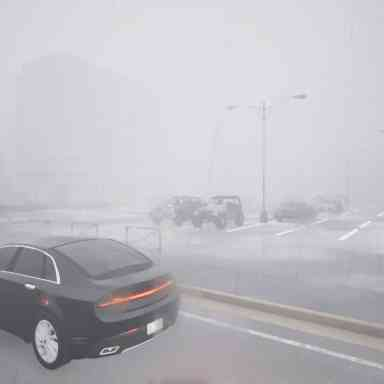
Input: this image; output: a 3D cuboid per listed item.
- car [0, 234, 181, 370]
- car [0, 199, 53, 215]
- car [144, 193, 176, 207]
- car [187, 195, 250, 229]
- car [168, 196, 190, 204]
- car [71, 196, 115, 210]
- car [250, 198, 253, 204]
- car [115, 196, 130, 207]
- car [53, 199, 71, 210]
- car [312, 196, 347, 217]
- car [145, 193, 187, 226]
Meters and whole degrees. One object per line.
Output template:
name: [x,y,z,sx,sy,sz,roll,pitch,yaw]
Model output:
car: [-2.454,1.505,5.750,4.892,1.490,1.837,0,0,36]
car: [-17.502,1.601,34.752,1.895,1.301,4.718,0,0,34]
car: [-5.044,1.220,53.212,2.150,2.045,5.566,0,0,34]
car: [1.704,1.156,20.229,1.905,1.878,3.866,0,0,34]
car: [-2.474,1.561,63.166,1.812,1.442,4.674,0,0,34]
car: [-12.502,1.526,42.164,1.812,1.442,4.674,0,0,34]
car: [9.835,1.505,62.475,1.837,1.490,4.892,0,0,34]
car: [-11.500,1.352,49.929,2.097,1.767,4.553,0,0,34]
car: [-17.176,1.547,41.506,2.033,1.411,5.357,0,0,34]
car: [13.749,1.395,33.166,1.970,1.475,3.806,0,0,34]
car: [-0.660,1.153,21.899,1.932,1.855,4.605,0,0,34]
